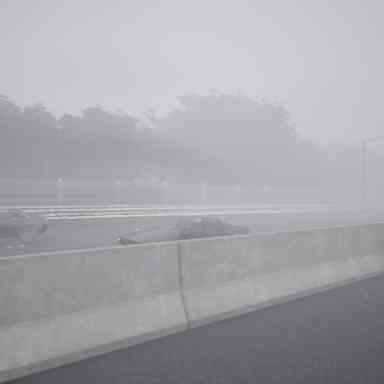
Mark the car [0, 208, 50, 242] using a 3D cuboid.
[{"bbox_3d":[-8.983,1.501,14.798,4.902,1.511,2.128,0,0,-36],"label":"car"}]

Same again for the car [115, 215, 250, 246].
[{"bbox_3d":[-0.085,1.611,12.579,5.357,1.411,2.033,1,0,-36],"label":"car"}]
